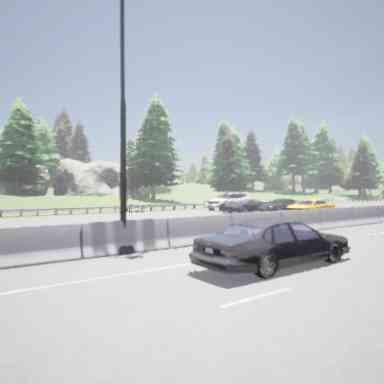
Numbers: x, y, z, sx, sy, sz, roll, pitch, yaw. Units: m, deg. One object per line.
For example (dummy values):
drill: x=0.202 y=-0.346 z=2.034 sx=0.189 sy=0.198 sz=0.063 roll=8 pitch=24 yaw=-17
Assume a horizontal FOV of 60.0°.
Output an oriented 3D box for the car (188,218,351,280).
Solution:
car: x=2.475 y=1.501 z=9.823 sx=5.357 sy=1.411 sz=2.033 roll=0 pitch=0 yaw=-35

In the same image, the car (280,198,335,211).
car: x=10.185 y=1.327 z=28.472 sx=5.008 sy=1.535 sz=1.882 roll=0 pitch=0 yaw=-36

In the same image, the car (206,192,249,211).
car: x=4.160 y=1.073 z=37.072 sx=5.566 sy=2.045 sz=2.150 roll=0 pitch=0 yaw=-35

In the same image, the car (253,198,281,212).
car: x=8.413 y=1.353 z=31.507 sx=4.892 sy=1.490 sz=1.837 roll=0 pitch=0 yaw=-35

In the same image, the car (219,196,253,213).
car: x=5.708 y=1.402 z=33.879 sx=5.357 sy=1.411 sz=2.033 roll=0 pitch=0 yaw=-36
